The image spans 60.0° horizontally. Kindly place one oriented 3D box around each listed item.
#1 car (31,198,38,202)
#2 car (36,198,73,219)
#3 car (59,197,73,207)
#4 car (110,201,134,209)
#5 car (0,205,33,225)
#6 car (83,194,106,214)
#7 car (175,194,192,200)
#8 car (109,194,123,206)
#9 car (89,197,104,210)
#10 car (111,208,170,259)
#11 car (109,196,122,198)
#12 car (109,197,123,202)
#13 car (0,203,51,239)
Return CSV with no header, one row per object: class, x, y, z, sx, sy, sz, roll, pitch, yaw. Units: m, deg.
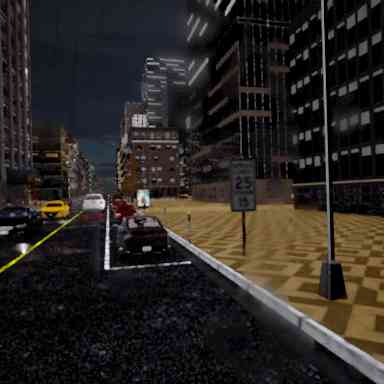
car,-39.380,1.847,79.644,4.507,1.381,1.887,-1,-1,-14
car,-12.340,1.615,30.098,1.882,1.535,5.008,-2,0,-14
car,-22.219,1.689,58.793,1.967,1.590,4.097,-1,0,-14
car,-4.621,1.556,23.084,1.802,1.307,4.206,-1,0,-14
car,-14.100,1.783,26.438,1.802,1.307,4.206,-1,0,-14
car,-10.913,1.287,37.263,2.150,2.045,5.566,-2,0,-14
car,-2.506,1.340,89.230,4.097,1.590,1.967,-1,-1,-15
car,-12.743,1.337,55.437,2.192,1.841,5.009,-1,0,-14
car,-13.465,1.559,47.247,1.882,1.535,5.008,-2,0,-14
car,-1.915,1.510,12.300,2.008,1.369,4.403,-1,0,-14
car,-8.721,1.523,39.426,1.752,1.417,4.829,-1,0,-14
car,-7.327,1.534,33.869,1.887,1.381,4.507,-1,0,-14
car,-9.240,1.612,17.665,2.128,1.511,4.902,-2,0,-14
